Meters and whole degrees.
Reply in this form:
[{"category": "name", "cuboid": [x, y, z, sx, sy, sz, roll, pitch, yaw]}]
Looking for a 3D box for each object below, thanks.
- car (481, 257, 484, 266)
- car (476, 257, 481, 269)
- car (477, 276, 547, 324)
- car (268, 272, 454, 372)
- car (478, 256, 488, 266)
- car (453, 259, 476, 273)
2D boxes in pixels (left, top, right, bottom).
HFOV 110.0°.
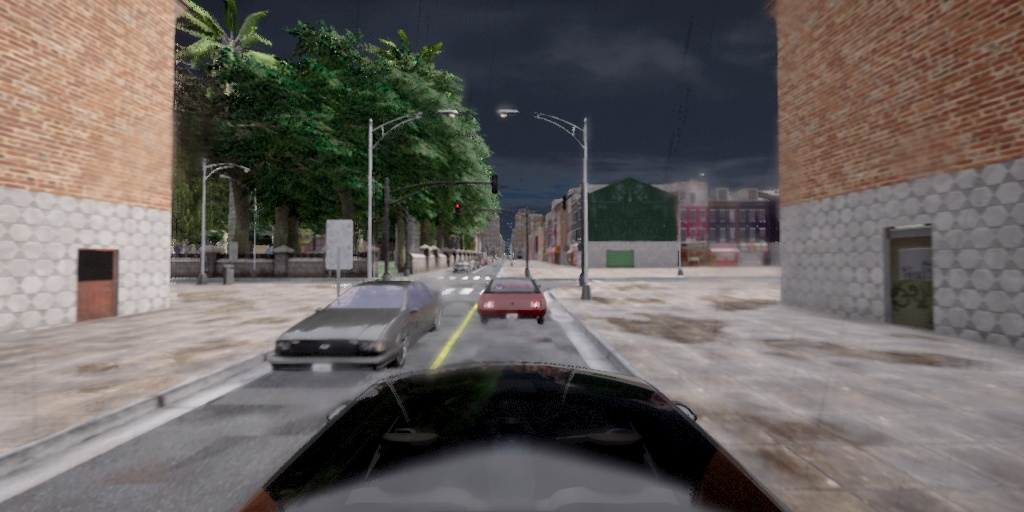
[{"category": "car", "cuboid": [-5.622, 1.140, 52.787, 1.948, 1.339, 4.313, 0, 0, 0]}, {"category": "car", "cuboid": [-5.576, 1.139, 47.337, 2.007, 1.370, 4.403, 0, 0, 0]}, {"category": "car", "cuboid": [0.025, 1.309, 11.727, 1.895, 1.301, 4.718, 0, 0, 0]}, {"category": "car", "cuboid": [-2.806, 1.271, 8.004, 2.033, 1.411, 5.357, 0, 0, 1]}, {"category": "car", "cuboid": [-5.714, 1.137, 63.686, 1.802, 1.307, 4.207, 0, 0, 0]}, {"category": "car", "cuboid": [-5.543, 1.159, 40.202, 2.007, 1.370, 4.403, 0, 0, 0]}]
